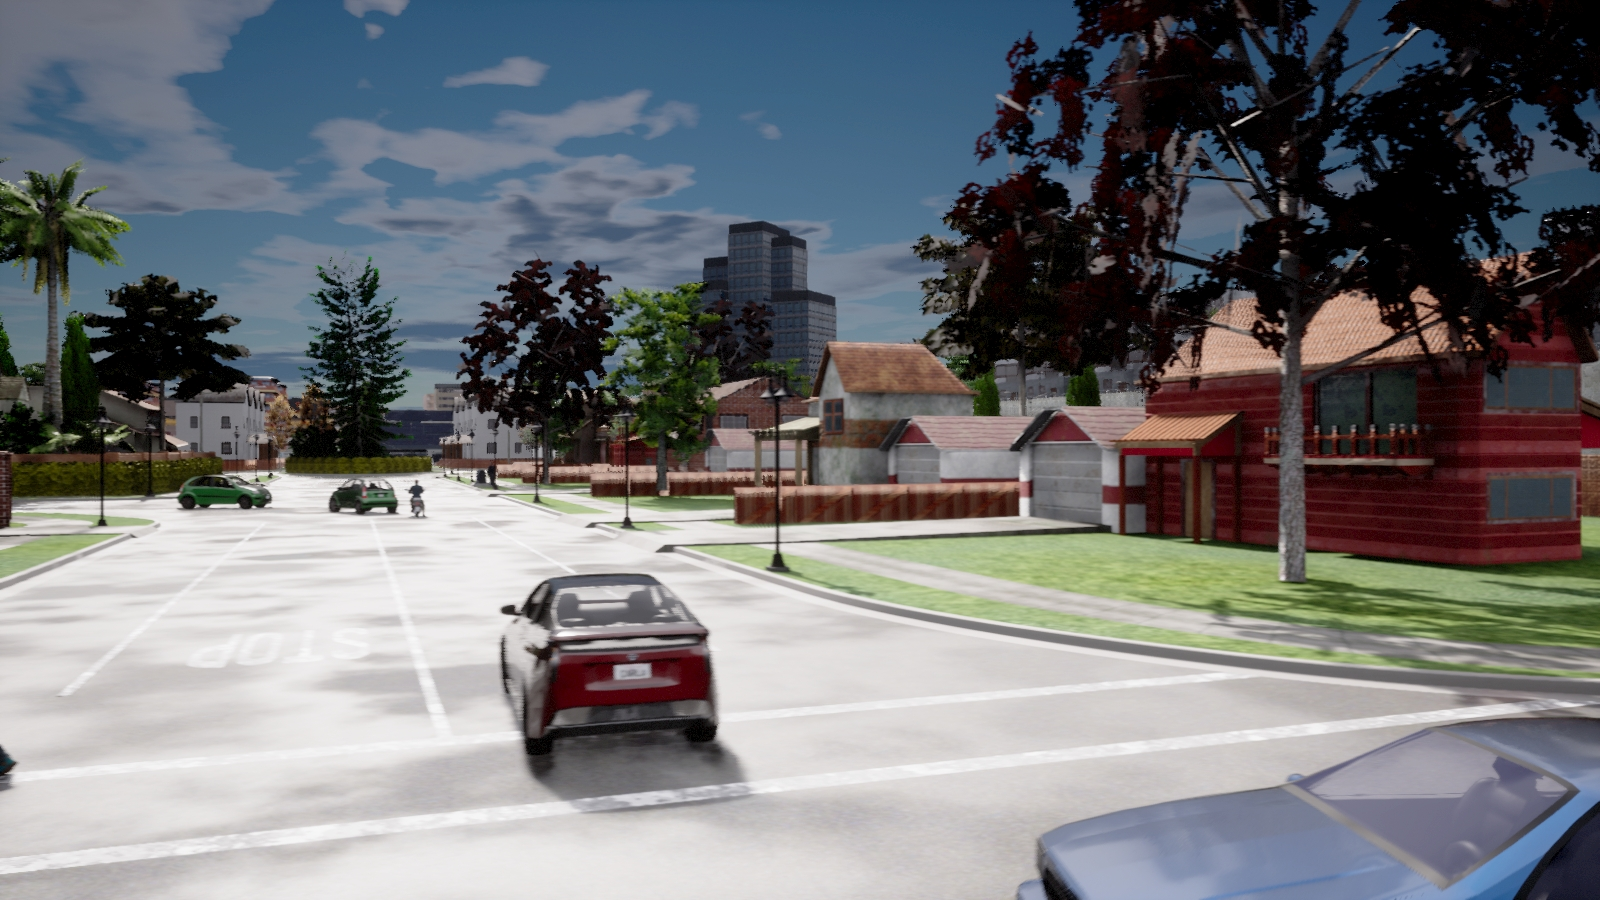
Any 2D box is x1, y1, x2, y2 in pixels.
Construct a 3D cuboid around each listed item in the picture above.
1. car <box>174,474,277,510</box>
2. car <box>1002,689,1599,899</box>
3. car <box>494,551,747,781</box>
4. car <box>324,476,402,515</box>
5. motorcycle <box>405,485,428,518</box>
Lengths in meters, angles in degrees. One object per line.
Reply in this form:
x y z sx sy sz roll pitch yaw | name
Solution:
-27.487 1.991 54.733 3.988 1.617 1.851 0 0 0 | car
3.864 2.092 5.564 5.357 1.411 2.033 0 0 -3 | car
-2.112 2.049 12.124 2.007 1.525 4.514 0 0 -17 | car
-19.937 2.044 52.062 1.851 1.617 3.988 0 0 -45 | car
-16.309 2.167 48.570 0.856 1.341 1.805 0 0 -22 | motorcycle
